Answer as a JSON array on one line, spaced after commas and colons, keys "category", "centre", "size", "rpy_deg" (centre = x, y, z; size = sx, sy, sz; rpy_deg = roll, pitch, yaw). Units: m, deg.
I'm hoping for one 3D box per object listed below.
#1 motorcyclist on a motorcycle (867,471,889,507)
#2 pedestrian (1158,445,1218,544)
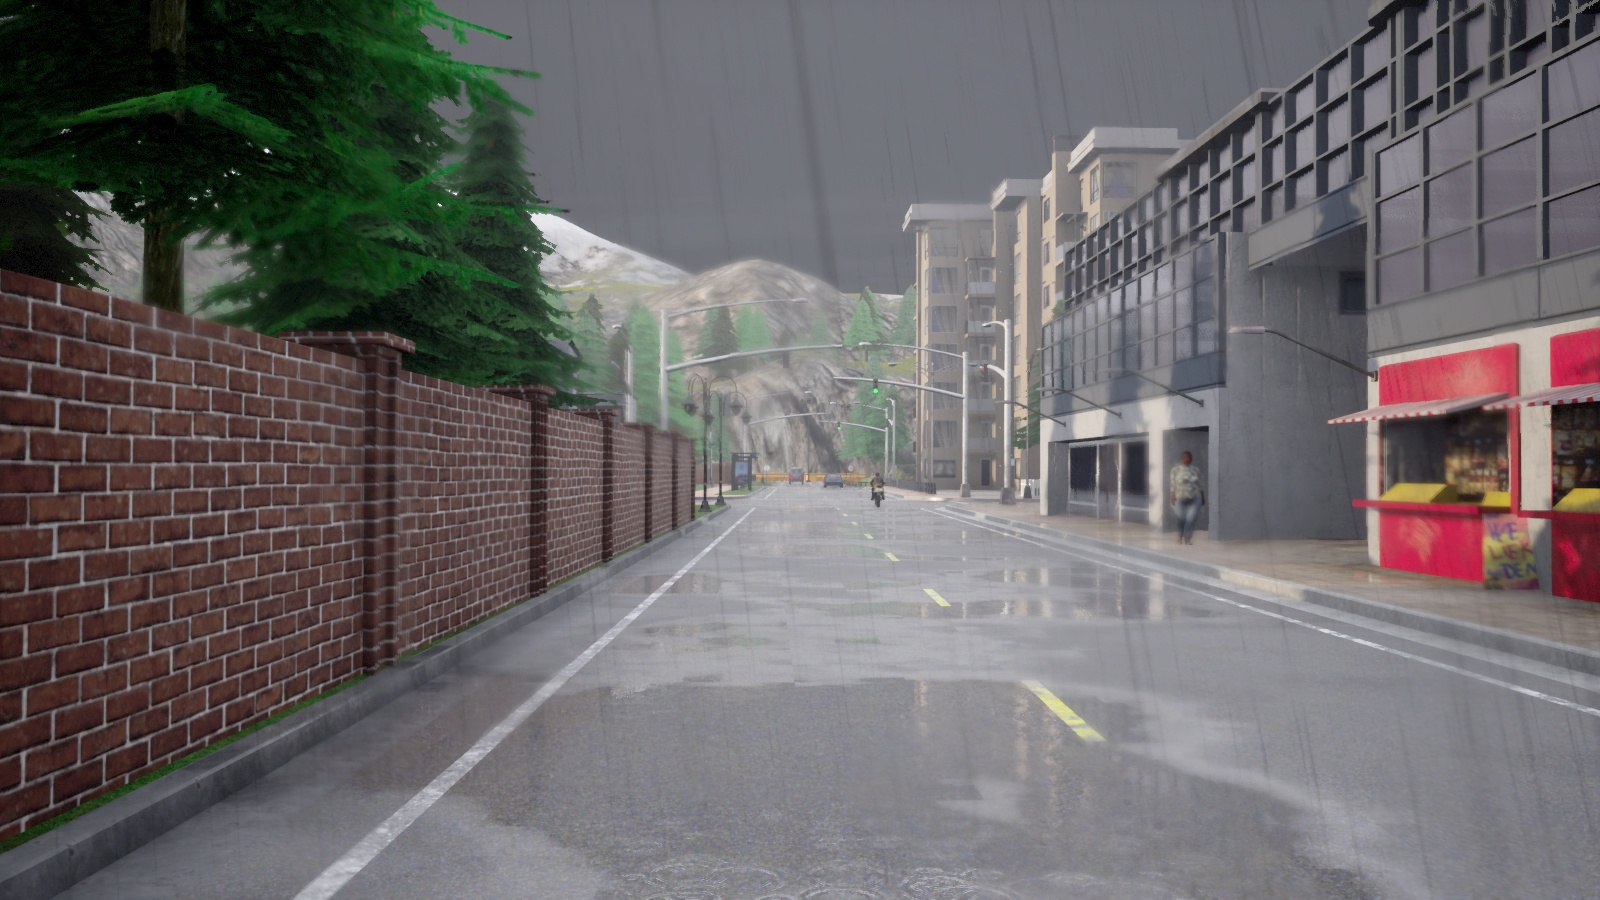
[{"category": "motorcyclist on a motorcycle", "centre": [3.353, 1.694, 54.345], "size": [0.797, 1.523, 2.044], "rpy_deg": [0, -1, 0]}, {"category": "pedestrian", "centre": [7.426, 0.849, 24.079], "size": [0.874, 1.855, 0.900], "rpy_deg": [0, -1, 2]}]
